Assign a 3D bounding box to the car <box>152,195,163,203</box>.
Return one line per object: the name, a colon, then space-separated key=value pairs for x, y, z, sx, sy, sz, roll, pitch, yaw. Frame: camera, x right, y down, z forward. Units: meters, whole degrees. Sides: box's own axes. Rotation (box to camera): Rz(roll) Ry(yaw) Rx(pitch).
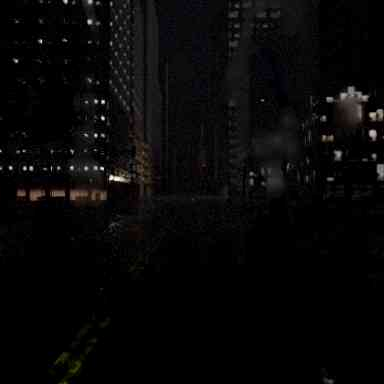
car: x=-7.237 y=1.445 z=69.459 sx=1.812 sy=1.442 sz=4.674 roll=0 pitch=0 yaw=-1
